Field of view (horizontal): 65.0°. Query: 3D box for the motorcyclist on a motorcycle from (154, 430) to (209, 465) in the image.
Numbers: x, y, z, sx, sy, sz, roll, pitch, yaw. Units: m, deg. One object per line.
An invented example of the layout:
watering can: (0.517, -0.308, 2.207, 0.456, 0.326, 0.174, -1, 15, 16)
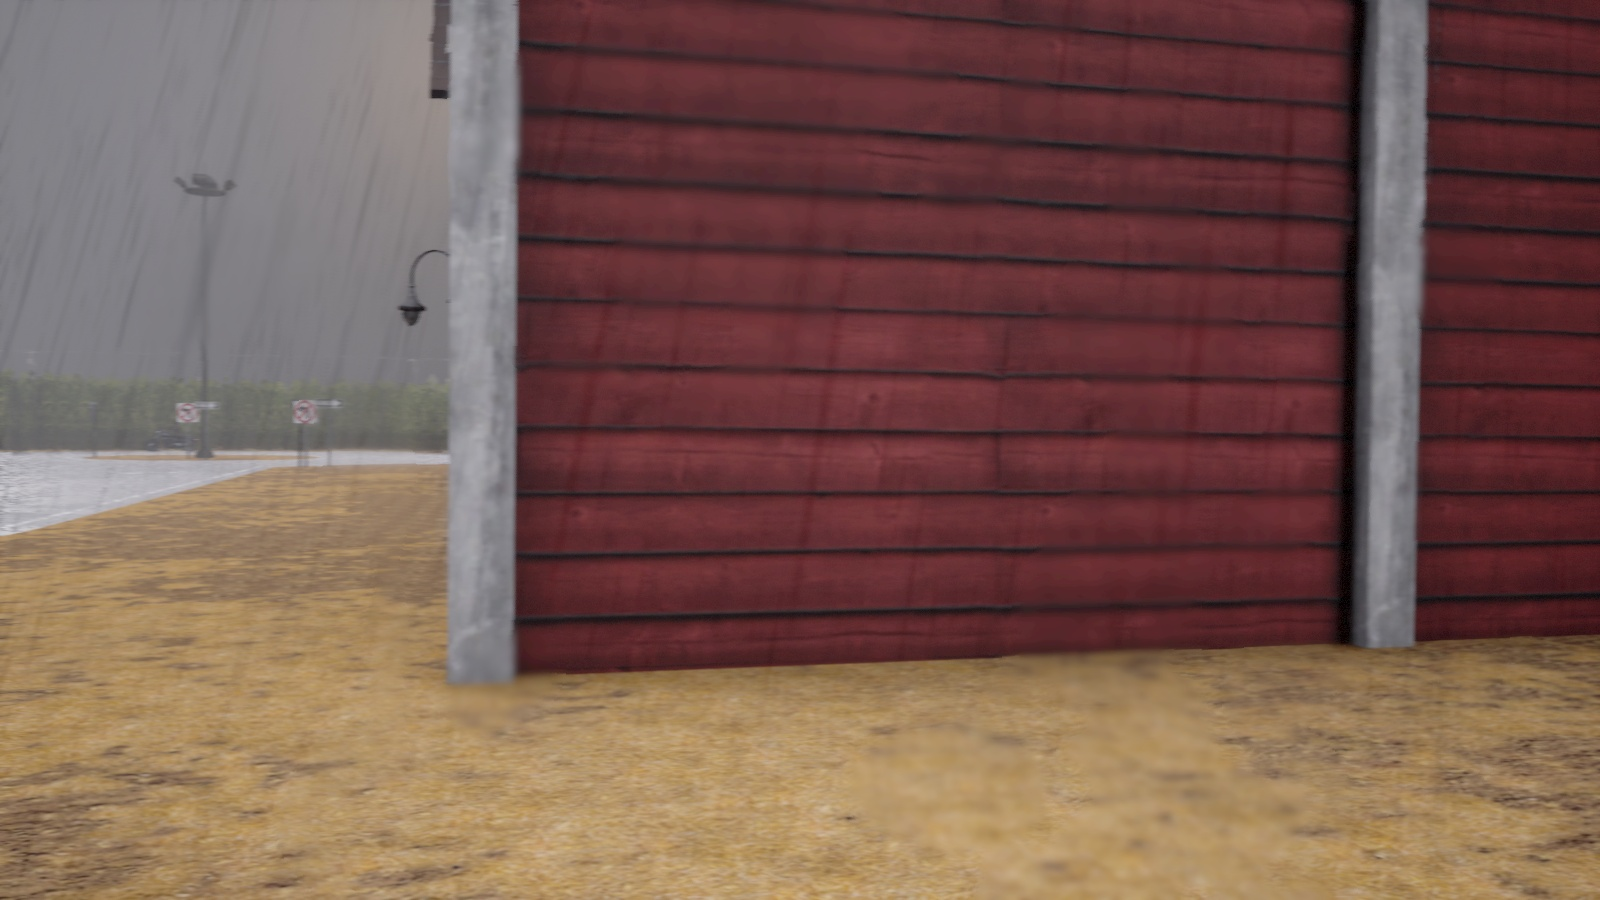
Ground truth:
motorcyclist on a motorcycle: (-30.579, -0.132, 62.075, 2.350, 1.649, 0.766, -1, 2, -30)
